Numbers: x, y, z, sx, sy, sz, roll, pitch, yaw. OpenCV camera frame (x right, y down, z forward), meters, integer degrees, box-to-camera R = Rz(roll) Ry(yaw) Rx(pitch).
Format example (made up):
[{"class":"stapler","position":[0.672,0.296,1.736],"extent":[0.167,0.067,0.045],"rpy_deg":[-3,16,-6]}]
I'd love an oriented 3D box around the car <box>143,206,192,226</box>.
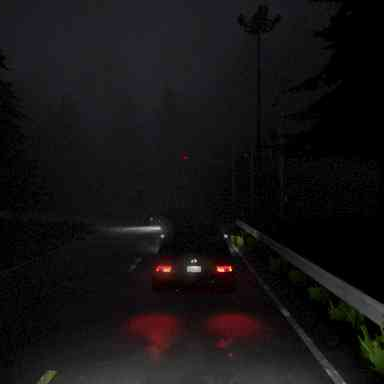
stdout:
[{"class":"car","position":[-1.582,1.720,23.830],"extent":[1.994,1.385,4.181],"rpy_deg":[-3,-4,35]}]

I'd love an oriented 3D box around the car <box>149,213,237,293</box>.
[{"class":"car","position":[0.055,1.547,8.985],"extent":[2.033,1.411,5.357],"rpy_deg":[0,0,0]}]

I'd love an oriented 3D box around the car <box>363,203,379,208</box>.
[{"class":"car","position":[17.087,1.177,27.960],"extent":[5.008,1.535,1.882],"rpy_deg":[-5,-2,24]}]
